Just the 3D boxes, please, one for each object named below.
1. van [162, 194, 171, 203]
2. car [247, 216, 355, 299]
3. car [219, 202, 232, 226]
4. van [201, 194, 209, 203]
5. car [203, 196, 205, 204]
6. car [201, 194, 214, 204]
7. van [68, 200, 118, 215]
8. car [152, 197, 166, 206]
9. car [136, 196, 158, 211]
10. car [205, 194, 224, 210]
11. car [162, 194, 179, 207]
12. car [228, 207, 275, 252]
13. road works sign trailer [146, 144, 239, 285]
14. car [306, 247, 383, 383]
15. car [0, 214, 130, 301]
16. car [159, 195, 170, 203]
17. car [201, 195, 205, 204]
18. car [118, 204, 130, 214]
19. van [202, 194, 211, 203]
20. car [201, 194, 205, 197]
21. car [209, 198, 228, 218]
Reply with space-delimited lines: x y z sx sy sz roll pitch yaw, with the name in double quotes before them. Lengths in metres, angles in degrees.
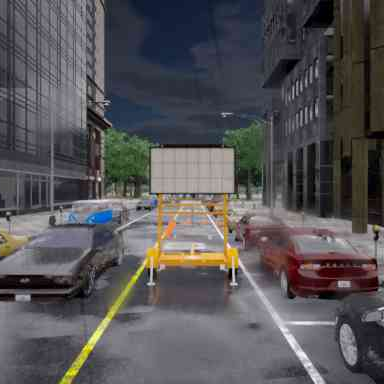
"van" -5.647 1.367 73.552 1.690 1.788 3.998 0 0 0
"car" 2.776 1.545 8.287 1.887 1.381 4.507 0 0 0
"car" 2.793 1.527 19.332 1.752 1.417 4.829 0 0 0
"van" 2.879 1.367 73.538 1.690 1.788 3.998 0 0 0
"car" 2.836 1.534 46.520 1.752 1.417 4.829 0 0 0
"car" 2.861 1.333 62.663 2.192 1.841 5.009 0 0 0
"van" -5.733 1.342 19.176 1.690 1.788 3.998 0 0 0
"car" -5.672 1.580 57.239 1.947 1.339 4.313 0 0 0
"car" -5.698 1.572 40.926 1.947 1.339 4.313 0 0 0
"car" 2.818 1.320 35.475 2.192 1.841 5.009 0 0 0
"car" -2.918 1.503 51.012 2.128 1.511 4.902 0 0 0
"car" 2.784 1.545 13.725 1.887 1.381 4.507 0 0 0
"road works sign trailer" 0.015 0.465 9.434 2.380 3.560 2.880 0 0 0
"car" 2.767 1.551 2.849 2.008 1.369 4.403 0 0 0
"car" -3.086 1.548 8.738 2.033 1.411 5.357 0 0 0
"car" -5.655 1.462 68.114 1.967 1.590 4.097 0 0 0
"car" 2.844 1.556 51.788 1.887 1.381 4.507 0 0 0
"car" -5.724 1.553 24.614 2.008 1.369 4.403 0 0 0
"van" 2.870 1.363 68.100 1.690 1.788 3.998 0 0 0
"car" 2.853 1.455 57.225 1.967 1.590 4.097 0 0 0
"car" 2.810 1.529 30.207 1.752 1.417 4.829 0 0 0
